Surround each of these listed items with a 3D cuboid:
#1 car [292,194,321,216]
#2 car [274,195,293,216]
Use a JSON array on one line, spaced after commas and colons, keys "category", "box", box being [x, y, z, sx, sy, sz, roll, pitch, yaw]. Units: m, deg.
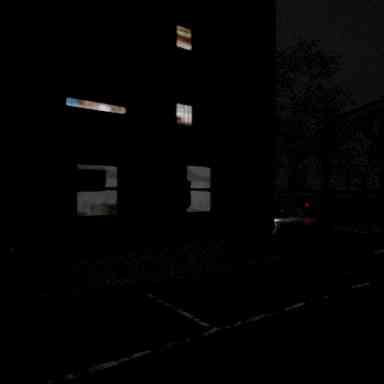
[{"category": "car", "box": [8.631, 1.051, 28.658, 2.097, 1.767, 4.553, 0, 1, -35]}, {"category": "car", "box": [5.556, 1.178, 27.519, 1.837, 1.490, 4.892, 0, 1, -36]}]
